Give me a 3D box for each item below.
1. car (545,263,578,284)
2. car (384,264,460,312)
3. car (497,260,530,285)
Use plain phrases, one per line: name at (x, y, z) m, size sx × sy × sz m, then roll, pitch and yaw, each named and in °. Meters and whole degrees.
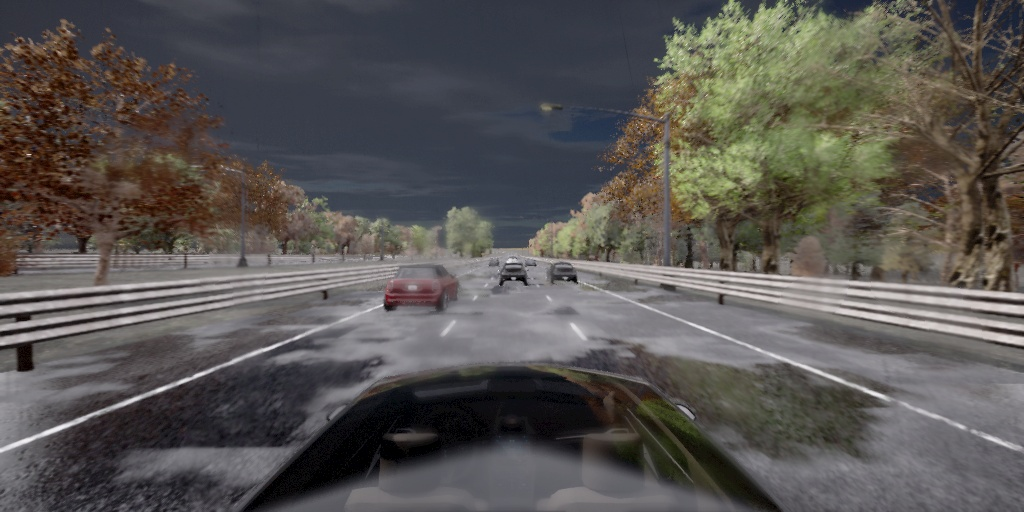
car at (3.603, 1.245, 26.480) m, size 1.837 × 1.490 × 4.892 m, roll 0°, pitch 0°, yaw 0°
car at (-3.398, 1.099, 14.367) m, size 2.097 × 1.767 × 4.553 m, roll 0°, pitch 0°, yaw 0°
car at (0.103, 1.245, 26.130) m, size 1.837 × 1.490 × 4.892 m, roll 0°, pitch 0°, yaw 0°
